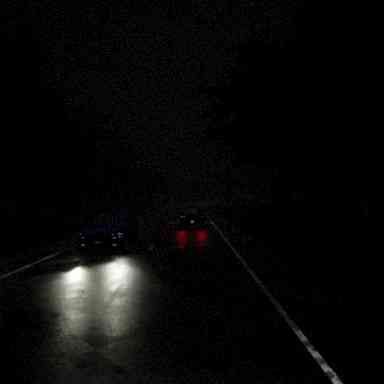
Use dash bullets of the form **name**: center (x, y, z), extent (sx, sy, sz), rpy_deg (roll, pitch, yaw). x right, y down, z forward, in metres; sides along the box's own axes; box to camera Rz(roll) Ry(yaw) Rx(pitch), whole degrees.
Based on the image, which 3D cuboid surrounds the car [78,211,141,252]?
- **car**: center (-3.528, 1.654, 14.951), extent (1.882, 1.535, 5.008), rpy_deg (0, -1, 0)

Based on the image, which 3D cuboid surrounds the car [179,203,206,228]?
- **car**: center (0.032, 1.824, 24.750), extent (1.812, 1.442, 4.674), rpy_deg (0, -1, 0)
